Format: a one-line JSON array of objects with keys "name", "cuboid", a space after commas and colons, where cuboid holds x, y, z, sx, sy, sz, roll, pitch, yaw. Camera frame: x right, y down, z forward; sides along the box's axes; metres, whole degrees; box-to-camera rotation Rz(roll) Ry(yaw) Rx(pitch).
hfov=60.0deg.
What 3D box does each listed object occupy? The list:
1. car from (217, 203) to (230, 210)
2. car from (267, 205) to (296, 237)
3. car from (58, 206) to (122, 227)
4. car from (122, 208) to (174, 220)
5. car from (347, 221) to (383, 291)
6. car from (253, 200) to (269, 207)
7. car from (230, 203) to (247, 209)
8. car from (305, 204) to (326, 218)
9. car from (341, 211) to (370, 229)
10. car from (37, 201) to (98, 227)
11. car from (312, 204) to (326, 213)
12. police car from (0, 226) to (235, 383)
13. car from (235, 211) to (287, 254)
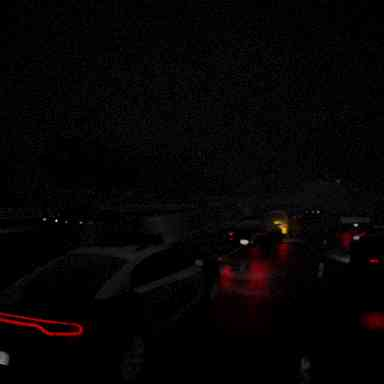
[{"name": "car", "cuboid": [6.432, 2.915, 65.520, 1.837, 1.490, 4.892, 0, -1, 23]}, {"name": "car", "cuboid": [5.318, 1.841, 20.611, 1.801, 1.575, 5.366, 0, -1, 23]}, {"name": "car", "cuboid": [-7.033, 2.007, 24.907, 2.033, 1.411, 5.357, 0, -1, 23]}, {"name": "car", "cuboid": [-3.005, 1.980, 25.447, 1.837, 1.490, 4.892, 0, -1, 23]}, {"name": "car", "cuboid": [5.490, 1.724, 9.079, 1.994, 1.385, 4.181, 0, -1, 23]}, {"name": "car", "cuboid": [13.228, 2.605, 63.617, 2.150, 2.045, 5.566, 0, -1, 23]}, {"name": "car", "cuboid": [9.303, 2.892, 63.352, 1.812, 1.442, 4.674, 0, -2, 23]}, {"name": "car", "cuboid": [14.750, 2.375, 40.133, 2.033, 1.411, 5.357, 0, -1, 24]}, {"name": "car", "cuboid": [12.495, 2.102, 25.640, 1.895, 1.301, 4.718, 0, -1, 23]}, {"name": "car", "cuboid": [-9.862, 1.726, 27.210, 2.150, 2.045, 5.566, 0, -1, 23]}, {"name": "car", "cuboid": [21.439, 2.783, 56.025, 1.994, 1.385, 4.181, 0, -2, 23]}, {"name": "police car", "cuboid": [-0.950, 1.529, 5.793, 1.930, 1.638, 5.238, 0, -1, 23]}, {"name": "car", "cuboid": [2.905, 1.797, 14.906, 1.812, 1.442, 4.674, 0, -1, 23]}]
